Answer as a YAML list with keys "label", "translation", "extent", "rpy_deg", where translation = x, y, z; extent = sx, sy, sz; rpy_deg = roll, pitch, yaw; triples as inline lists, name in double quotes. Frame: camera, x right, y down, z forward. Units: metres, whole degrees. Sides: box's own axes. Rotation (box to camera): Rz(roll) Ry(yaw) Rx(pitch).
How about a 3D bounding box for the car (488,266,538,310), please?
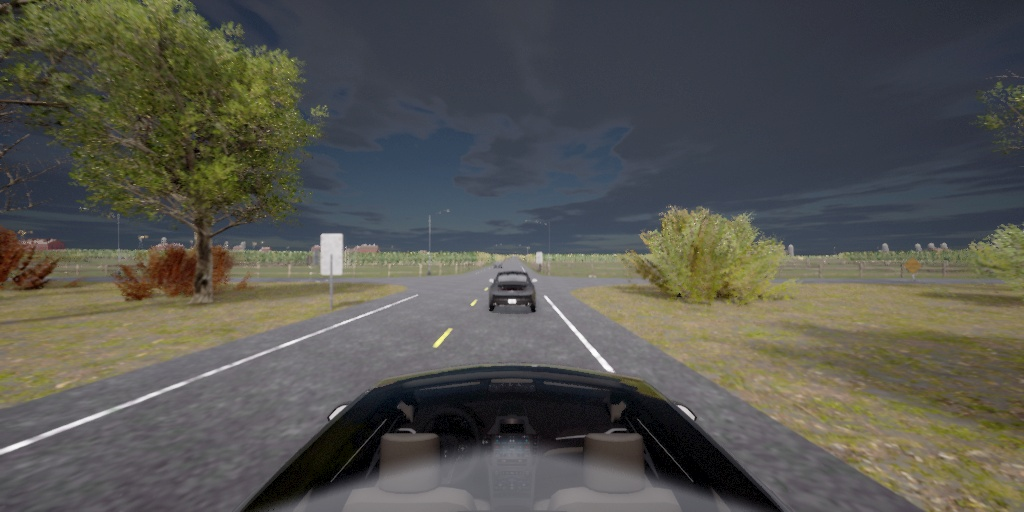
- label: "car"
  translation: [0.041, 1.384, 15.334]
  extent: [1.837, 1.490, 4.892]
  rpy_deg: [0, 0, 1]

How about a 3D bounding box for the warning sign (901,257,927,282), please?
- label: "warning sign"
  translation: [30.769, 1.015, 27.483]
  extent: [1.060, 1.860, 1.300]
  rpy_deg: [0, 0, 5]
